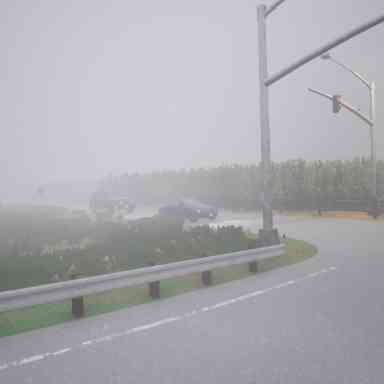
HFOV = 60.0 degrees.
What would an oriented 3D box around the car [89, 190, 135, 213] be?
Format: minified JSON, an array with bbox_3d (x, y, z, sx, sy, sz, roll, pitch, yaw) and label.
[{"bbox_3d":[-7.315,0.852,29.970,2.150,2.045,5.566,-3,2,-41],"label":"car"}]

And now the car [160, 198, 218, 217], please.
[{"bbox_3d":[-0.381,1.115,21.908,1.812,1.442,4.674,-3,2,-41],"label":"car"}]
